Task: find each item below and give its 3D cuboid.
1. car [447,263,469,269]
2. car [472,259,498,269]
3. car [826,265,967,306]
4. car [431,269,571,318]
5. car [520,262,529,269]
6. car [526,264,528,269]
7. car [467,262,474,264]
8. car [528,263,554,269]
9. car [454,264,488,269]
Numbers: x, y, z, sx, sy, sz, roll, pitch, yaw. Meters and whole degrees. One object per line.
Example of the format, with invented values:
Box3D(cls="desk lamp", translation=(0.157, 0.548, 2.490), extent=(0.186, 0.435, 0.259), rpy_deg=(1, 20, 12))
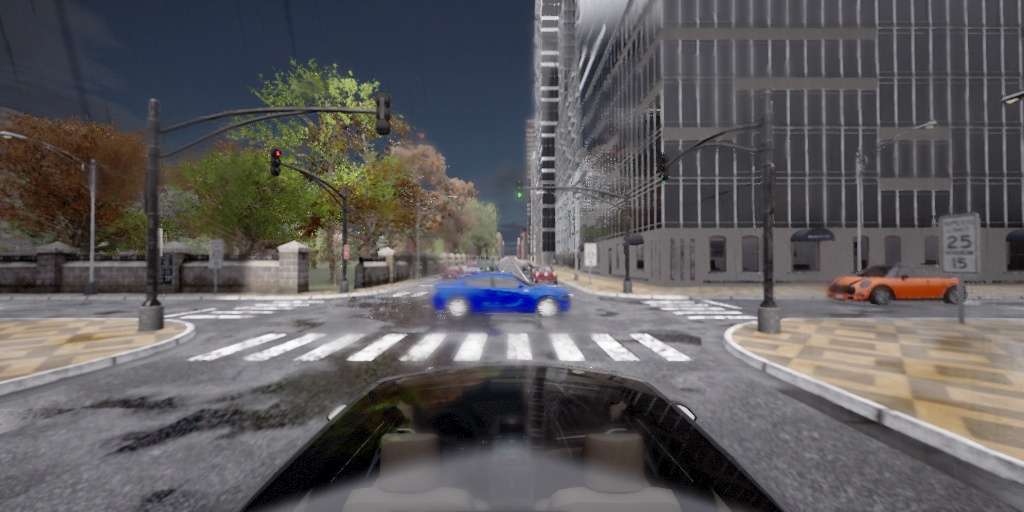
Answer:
Box3D(cls="car", translation=(-5.723, 1.654, 35.449), extent=(1.888, 1.381, 4.507), rpy_deg=(0, 0, 0))
Box3D(cls="car", translation=(-3.132, 1.409, 42.615), extent=(2.150, 2.045, 5.566), rpy_deg=(0, -1, 0))
Box3D(cls="car", translation=(16.735, 1.202, 15.810), extent=(4.553, 1.767, 2.097), rpy_deg=(0, -1, 1))
Box3D(cls="car", translation=(-0.380, 1.356, 13.046), extent=(5.008, 1.535, 1.882), rpy_deg=(0, -1, 1))
Box3D(cls="car", translation=(2.635, 1.913, 58.184), extent=(1.948, 1.339, 4.313), rpy_deg=(0, 0, 0))
Box3D(cls="car", translation=(2.657, 1.675, 35.460), extent=(1.948, 1.339, 4.313), rpy_deg=(0, 0, 0))
Box3D(cls="car", translation=(-5.729, 1.720, 41.132), extent=(2.007, 1.370, 4.403), rpy_deg=(0, 0, 0))
Box3D(cls="car", translation=(2.663, 1.489, 29.780), extent=(1.967, 1.591, 4.097), rpy_deg=(0, 0, 0))
Box3D(cls="car", translation=(-3.121, 1.559, 28.330), extent=(1.812, 1.442, 4.674), rpy_deg=(0, -1, -1))
